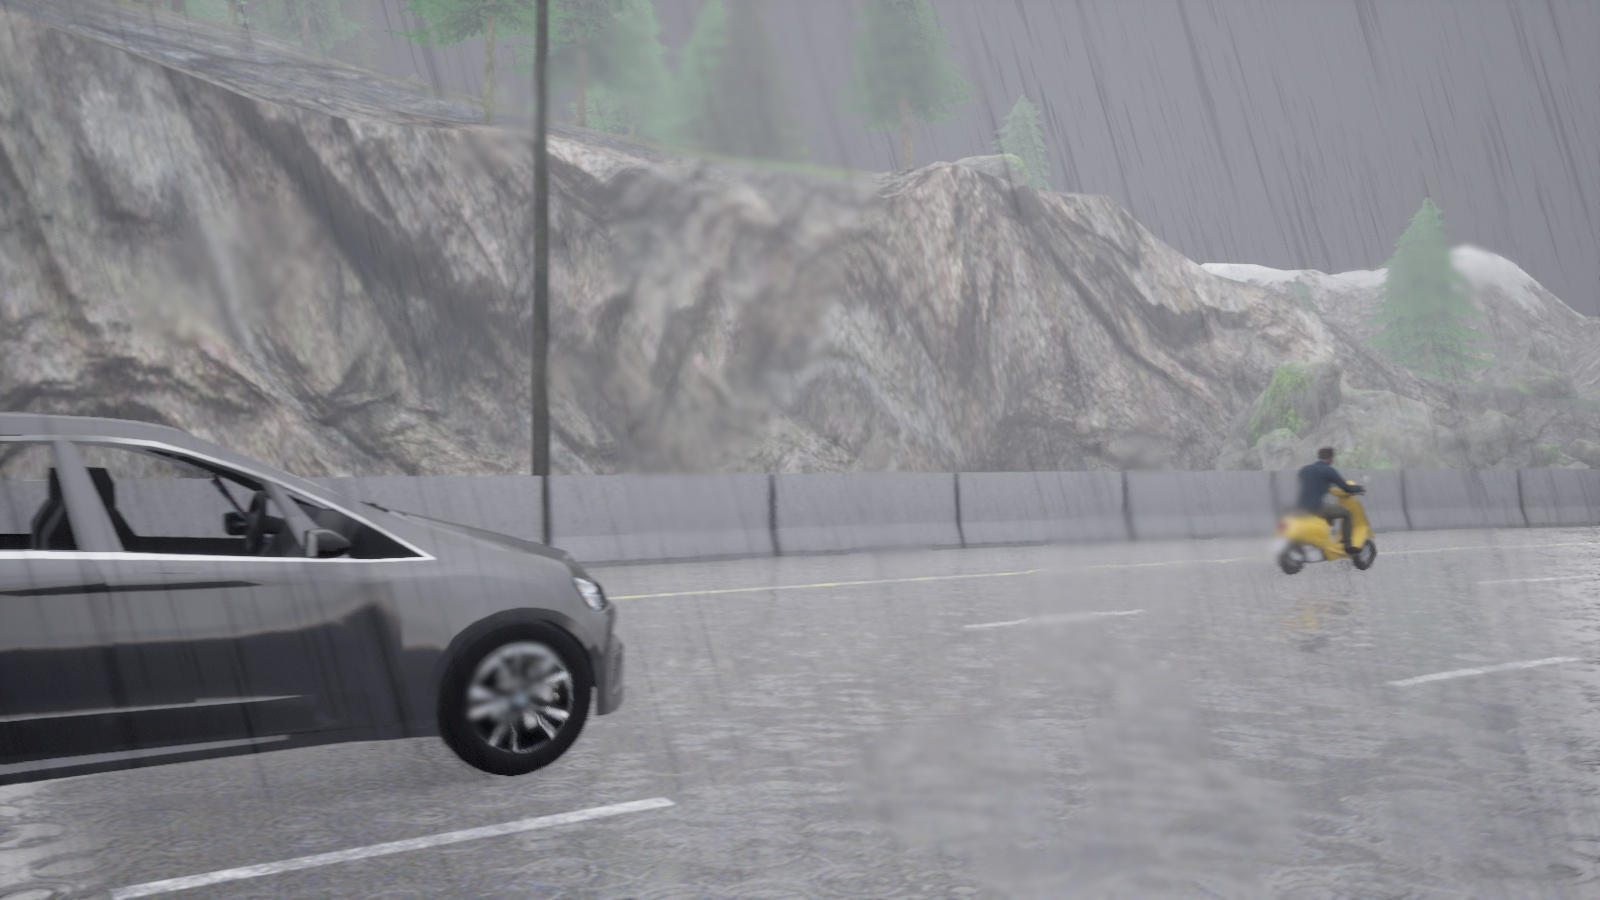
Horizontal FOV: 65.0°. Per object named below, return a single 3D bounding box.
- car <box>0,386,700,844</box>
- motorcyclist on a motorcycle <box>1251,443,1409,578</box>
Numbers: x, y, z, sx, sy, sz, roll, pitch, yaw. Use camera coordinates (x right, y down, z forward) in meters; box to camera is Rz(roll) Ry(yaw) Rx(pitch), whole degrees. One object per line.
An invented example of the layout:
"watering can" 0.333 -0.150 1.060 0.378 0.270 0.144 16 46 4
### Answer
"car" -3.037 0.607 5.848 4.611 1.667 2.242 0 0 -34
"motorcyclist on a motorcycle" 6.638 0.719 15.730 1.817 1.590 0.866 0 1 -28
